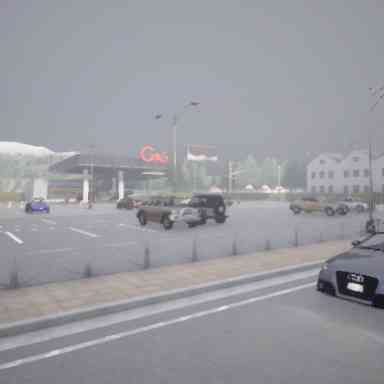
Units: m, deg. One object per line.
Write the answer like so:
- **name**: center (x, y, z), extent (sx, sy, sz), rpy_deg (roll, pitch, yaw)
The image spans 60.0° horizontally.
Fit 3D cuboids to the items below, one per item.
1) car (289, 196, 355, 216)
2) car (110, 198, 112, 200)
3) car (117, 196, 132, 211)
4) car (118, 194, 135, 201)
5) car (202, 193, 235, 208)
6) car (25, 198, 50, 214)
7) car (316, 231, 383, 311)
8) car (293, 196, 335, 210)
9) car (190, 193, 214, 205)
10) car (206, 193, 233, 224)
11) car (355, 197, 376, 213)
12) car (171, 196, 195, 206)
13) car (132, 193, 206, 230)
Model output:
- **car**: center (11.032, 1.184, 29.136), extent (2.152, 1.636, 5.027), rpy_deg (0, 0, -36)
- **car**: center (-17.706, 1.521, 81.419), extent (4.611, 1.667, 2.242), rpy_deg (0, 0, -36)
- **car**: center (-7.063, 1.326, 38.454), extent (2.007, 1.523, 4.514), rpy_deg (0, 0, -36)
- **car**: center (-17.463, 1.356, 88.548), extent (3.866, 1.878, 1.905), rpy_deg (0, 0, -36)
- **car**: center (3.491, 1.131, 45.110), extent (1.932, 1.855, 4.605), rpy_deg (0, 0, -36)
- **car**: center (-15.222, 1.342, 32.685), extent (1.845, 1.501, 3.633), rpy_deg (0, 0, -36)
- **car**: center (4.626, 1.569, 7.244), extent (4.181, 1.385, 1.994), rpy_deg (0, 0, -35)
- **car**: center (14.955, 1.334, 40.992), extent (2.007, 1.523, 4.514), rpy_deg (0, 0, -36)
- **car**: center (1.596, 1.113, 53.424), extent (1.905, 1.878, 3.866), rpy_deg (0, 0, -36)
- **car**: center (0.617, 1.101, 21.705), extent (1.905, 1.878, 3.866), rpy_deg (0, 0, -36)
- **car**: center (16.068, 1.266, 33.126), extent (1.970, 1.475, 3.806), rpy_deg (0, 0, -36)
- **car**: center (-1.465, 1.396, 51.990), extent (1.970, 1.475, 3.806), rpy_deg (0, 0, -36)
- **car**: center (-1.509, 1.120, 19.682), extent (1.932, 1.855, 4.605), rpy_deg (0, 0, -36)
